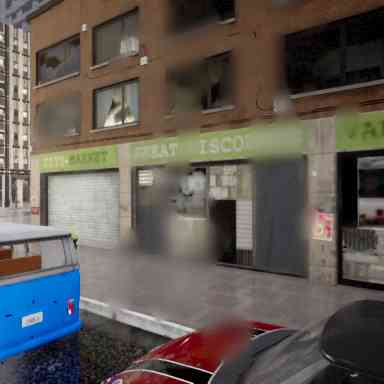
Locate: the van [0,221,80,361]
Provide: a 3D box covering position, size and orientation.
[{"bbox_3d":[-3.485,1.343,5.197,3.998,1.788,1.690,0,0,35],"label":"van"}]

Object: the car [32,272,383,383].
[{"bbox_3d":[1.155,1.440,1.903,4.097,1.590,1.967,0,0,35],"label":"car"}]
